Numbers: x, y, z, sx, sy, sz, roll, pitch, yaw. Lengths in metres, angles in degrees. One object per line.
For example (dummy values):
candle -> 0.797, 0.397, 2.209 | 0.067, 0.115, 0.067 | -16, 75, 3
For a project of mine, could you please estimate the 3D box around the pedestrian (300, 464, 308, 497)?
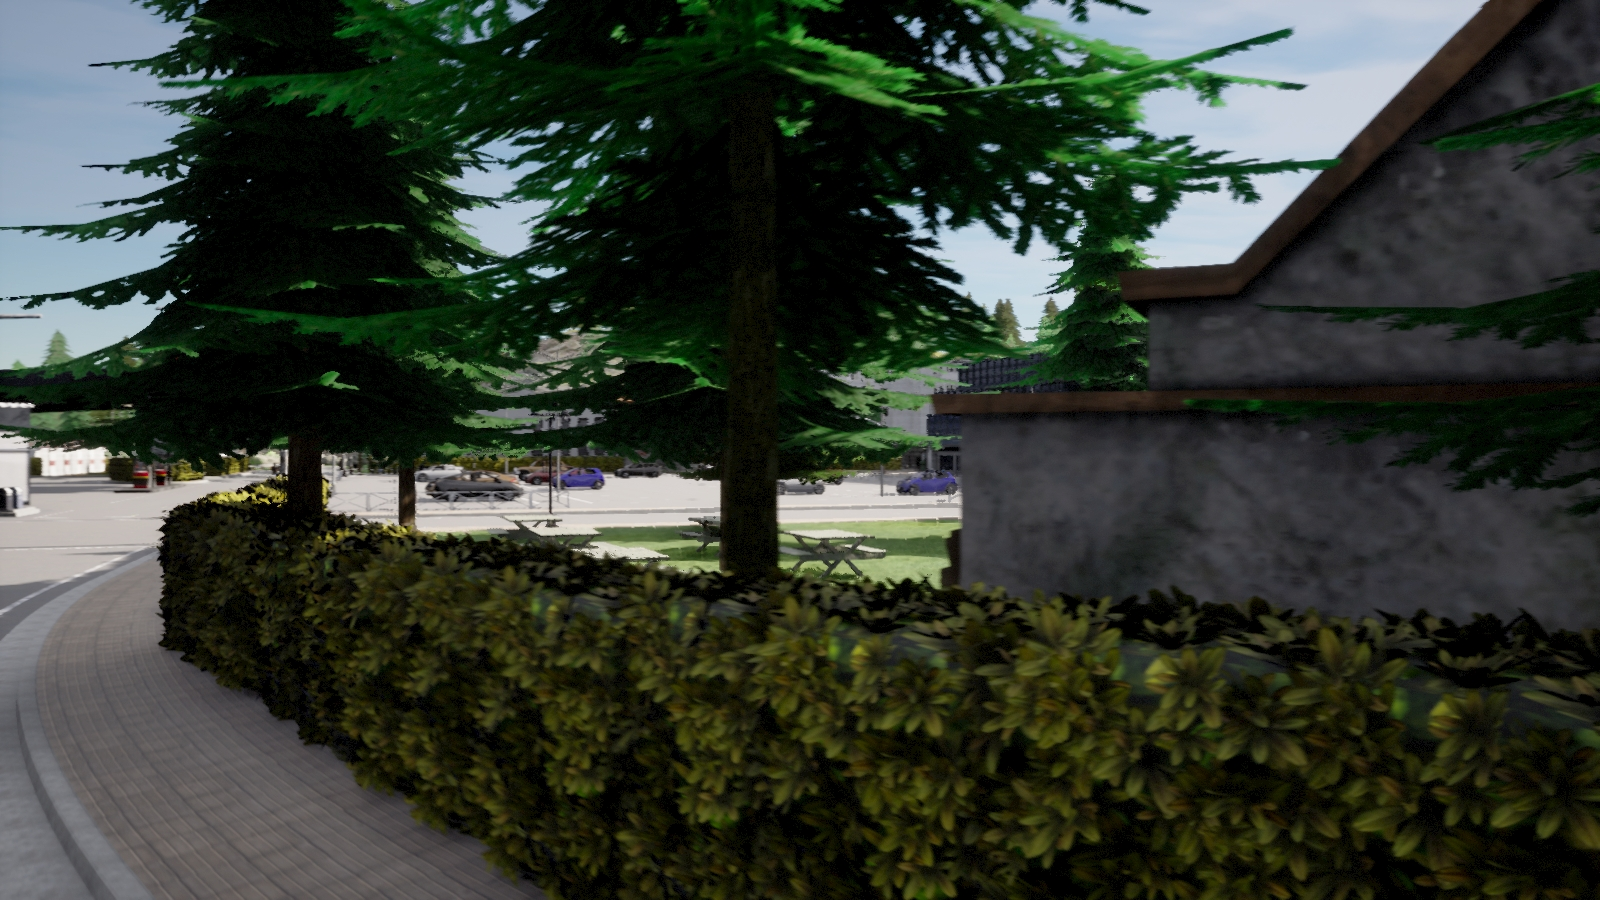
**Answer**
pedestrian -> -27.973, 1.719, 64.436 | 0.375, 1.860, 0.375 | 0, 0, -19

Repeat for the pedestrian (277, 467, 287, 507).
pedestrian -> -24.041, 1.715, 53.036 | 0.375, 1.860, 0.375 | 0, 0, -27

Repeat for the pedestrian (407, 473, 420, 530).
pedestrian -> -12.854, 1.711, 37.977 | 0.375, 1.860, 0.375 | 0, 0, -24
